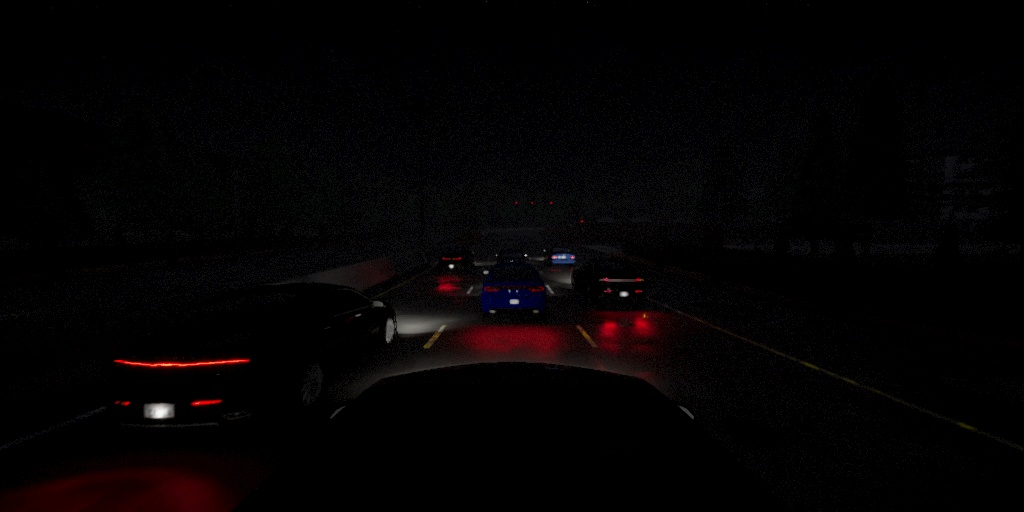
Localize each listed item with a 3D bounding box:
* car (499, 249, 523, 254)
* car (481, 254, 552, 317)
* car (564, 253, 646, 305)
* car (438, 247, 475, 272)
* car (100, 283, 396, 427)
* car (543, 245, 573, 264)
[{"bbox_3d":[-0.045,0.252,22.365,2.033,1.411,5.357,0,5,-1],"label":"car"},{"bbox_3d":[0.044,0.932,11.939,1.882,1.535,5.008,0,3,0],"label":"car"},{"bbox_3d":[3.530,0.850,13.757,2.128,1.511,4.902,0,3,0],"label":"car"},{"bbox_3d":[-3.554,0.128,23.276,1.837,1.490,4.892,0,5,-1],"label":"car"},{"bbox_3d":[-3.416,1.192,5.877,1.837,1.490,4.892,0,1,0],"label":"car"},{"bbox_3d":[3.419,-0.095,26.352,2.033,1.411,5.357,0,5,0],"label":"car"}]
